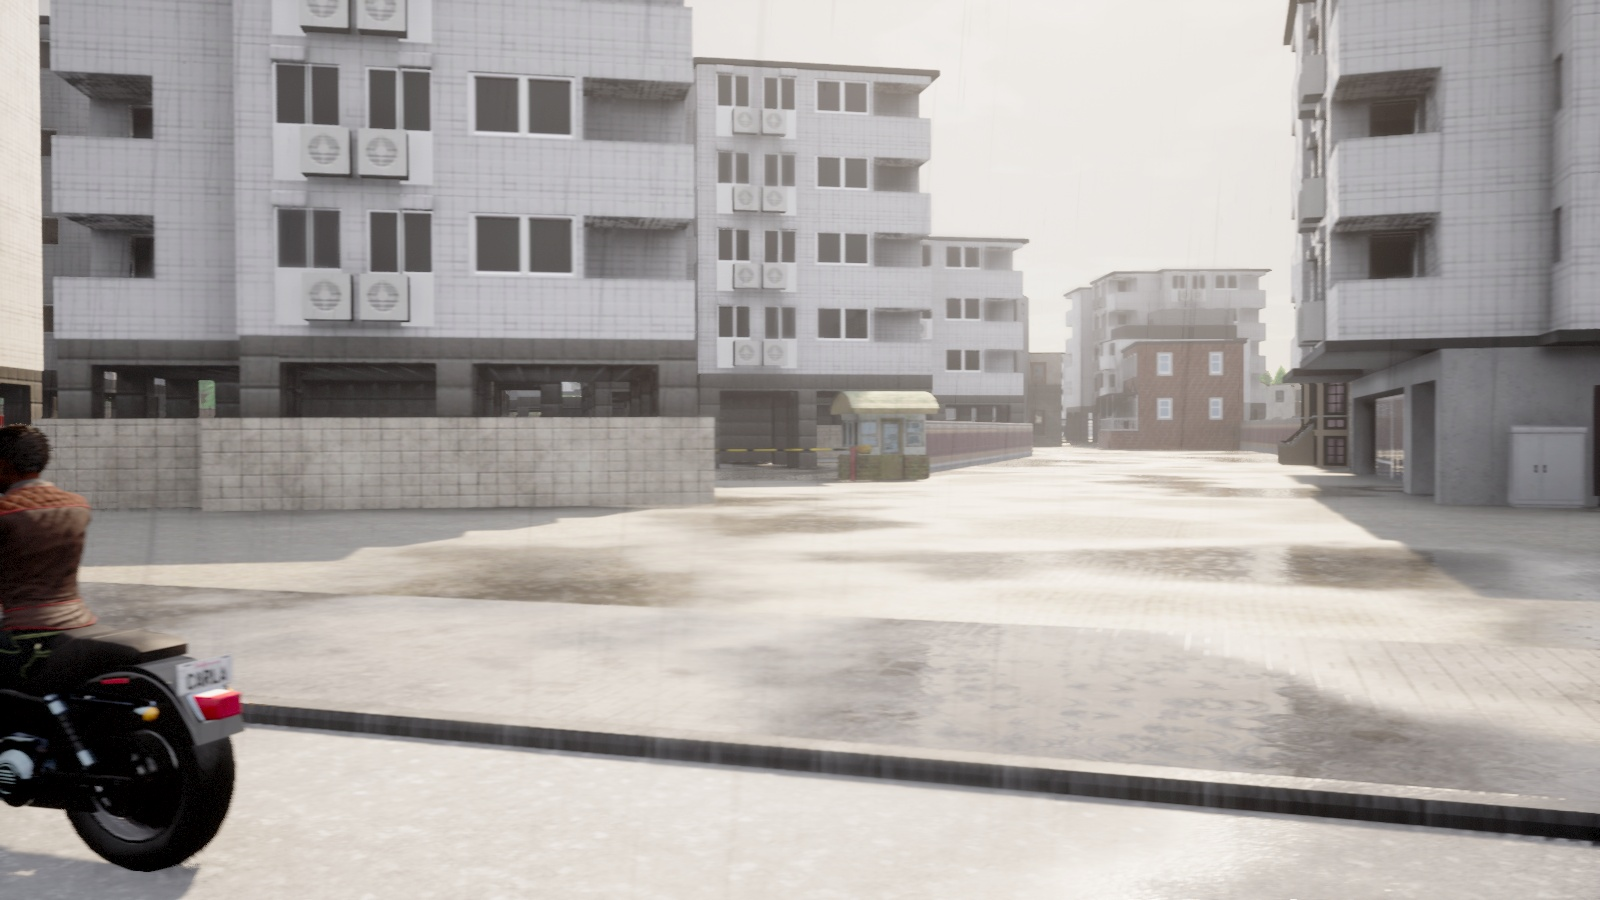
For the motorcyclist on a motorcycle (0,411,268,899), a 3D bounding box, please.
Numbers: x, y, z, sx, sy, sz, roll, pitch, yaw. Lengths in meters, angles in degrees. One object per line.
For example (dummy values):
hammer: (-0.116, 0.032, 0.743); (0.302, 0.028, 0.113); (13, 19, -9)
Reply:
motorcyclist on a motorcycle: (-3.278, 0.687, 4.824); (2.350, 1.649, 0.766); (0, 1, 19)
